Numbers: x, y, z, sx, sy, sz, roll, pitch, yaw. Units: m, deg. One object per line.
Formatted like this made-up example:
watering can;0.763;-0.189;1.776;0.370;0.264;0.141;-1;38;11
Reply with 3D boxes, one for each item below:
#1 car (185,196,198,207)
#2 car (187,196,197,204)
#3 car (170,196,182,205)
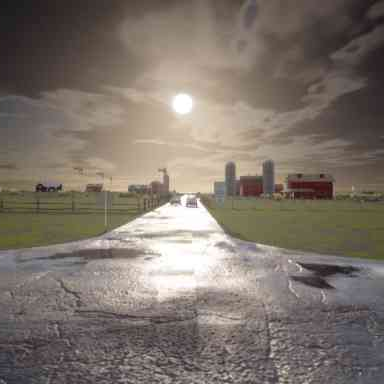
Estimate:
car;-0.053;1.572;53.053;2.033;1.411;5.357;0;0;0
car;-0.065;1.509;63.474;1.882;1.535;5.008;0;0;0
car;-2.811;1.534;58.469;1.837;1.490;4.892;0;0;0
